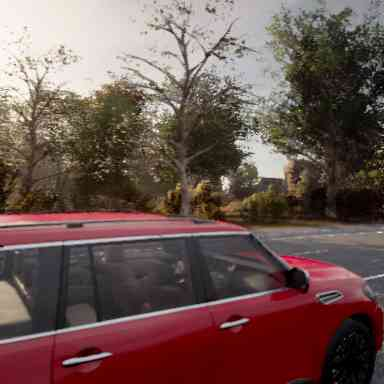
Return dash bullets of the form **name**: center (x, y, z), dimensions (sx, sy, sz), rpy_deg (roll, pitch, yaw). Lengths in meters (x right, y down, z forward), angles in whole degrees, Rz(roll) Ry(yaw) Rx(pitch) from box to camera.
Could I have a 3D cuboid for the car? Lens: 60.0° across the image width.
- **car**: center (-0.346, 1.222, 3.375), dimensions (5.566, 2.045, 2.150), rpy_deg (1, 0, -35)
